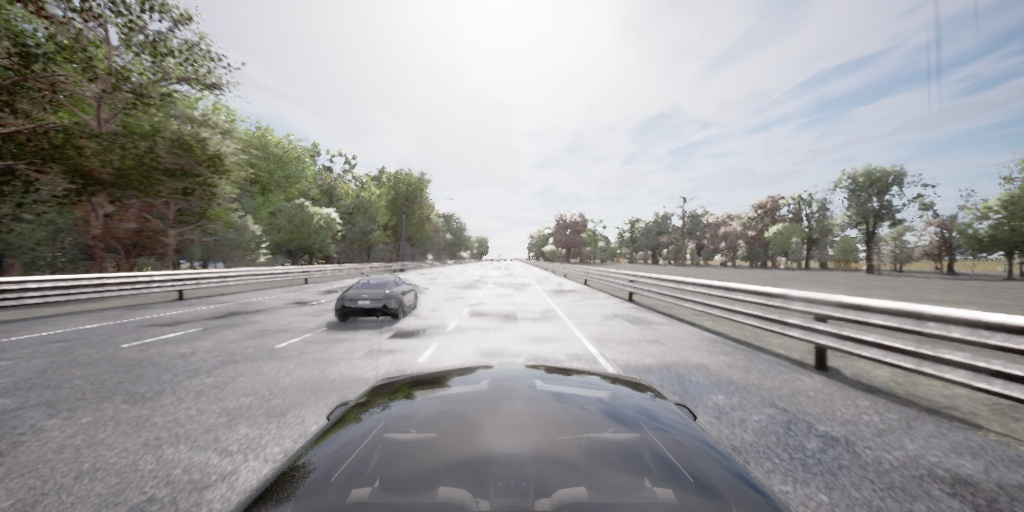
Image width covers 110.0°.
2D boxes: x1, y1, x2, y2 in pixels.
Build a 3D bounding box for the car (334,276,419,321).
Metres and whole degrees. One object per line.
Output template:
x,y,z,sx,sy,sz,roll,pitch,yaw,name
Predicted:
-4.600,1.383,12.762,1.994,1.385,4.181,0,0,-5,car
